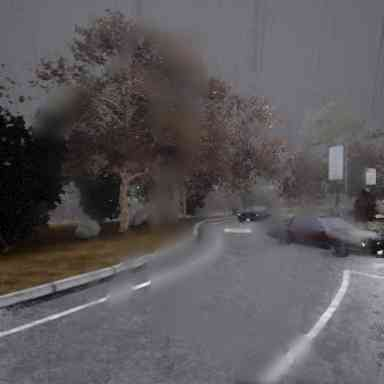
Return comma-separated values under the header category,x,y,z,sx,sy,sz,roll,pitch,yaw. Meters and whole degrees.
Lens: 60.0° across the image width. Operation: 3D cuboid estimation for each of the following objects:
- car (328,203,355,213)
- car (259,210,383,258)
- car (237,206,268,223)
category,x,y,z,sx,sy,sz,roll,pitch,yaw
car,17.657,2.032,37.312,4.892,1.490,1.837,0,-1,-8
car,5.409,1.711,13.960,2.033,1.411,5.357,1,-1,-25
car,5.309,1.885,27.790,1.895,1.301,4.718,1,-1,26
